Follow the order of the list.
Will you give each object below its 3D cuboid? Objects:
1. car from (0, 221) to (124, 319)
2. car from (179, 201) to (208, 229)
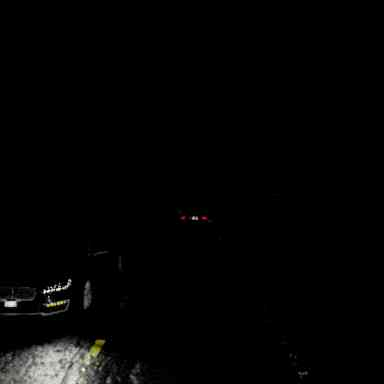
[{"bbox_3d":[-2.846,1.511,7.664,1.837,1.490,4.892,0,0,0],"label":"car"},{"bbox_3d":[0.095,1.567,21.753,2.033,1.411,5.357,0,0,0],"label":"car"}]
